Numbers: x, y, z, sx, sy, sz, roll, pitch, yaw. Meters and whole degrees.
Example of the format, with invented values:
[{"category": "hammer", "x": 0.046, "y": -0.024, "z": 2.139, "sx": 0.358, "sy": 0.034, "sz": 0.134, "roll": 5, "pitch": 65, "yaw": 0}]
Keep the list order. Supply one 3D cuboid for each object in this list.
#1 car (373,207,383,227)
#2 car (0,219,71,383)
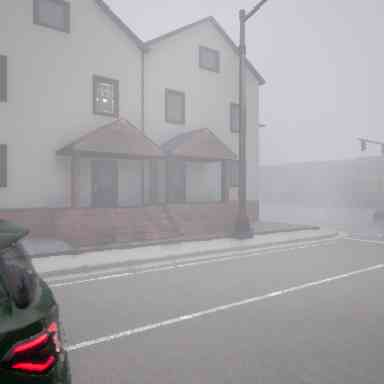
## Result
[{"category": "car", "x": 14.177, "y": 1.553, "z": 21.535, "sx": 1.837, "sy": 1.490, "sz": 4.892, "roll": 1, "pitch": -3, "yaw": -17}, {"category": "car", "x": -3.487, "y": 1.221, "z": 1.492, "sx": 5.566, "sy": 2.045, "sz": 2.150, "roll": 0, "pitch": 0, "yaw": -35}]
